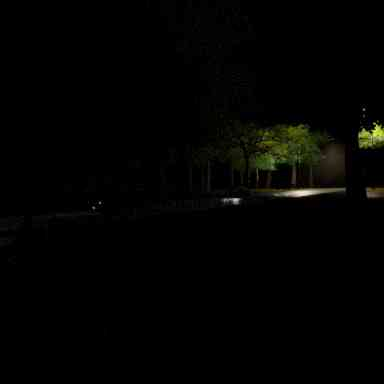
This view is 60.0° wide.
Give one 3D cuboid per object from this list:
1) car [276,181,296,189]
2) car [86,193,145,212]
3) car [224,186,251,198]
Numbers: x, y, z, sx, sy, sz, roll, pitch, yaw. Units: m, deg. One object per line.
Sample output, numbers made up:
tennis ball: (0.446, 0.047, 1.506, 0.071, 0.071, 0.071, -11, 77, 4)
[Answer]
car: (15.562, -1.117, 54.834, 2.097, 1.767, 4.553, -1, 2, 38)
car: (-6.075, 0.808, 26.858, 1.895, 1.301, 4.718, -1, 2, 38)
car: (5.825, -0.026, 42.320, 1.812, 1.442, 4.674, -1, 2, 38)
